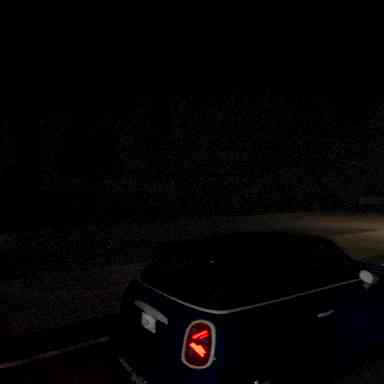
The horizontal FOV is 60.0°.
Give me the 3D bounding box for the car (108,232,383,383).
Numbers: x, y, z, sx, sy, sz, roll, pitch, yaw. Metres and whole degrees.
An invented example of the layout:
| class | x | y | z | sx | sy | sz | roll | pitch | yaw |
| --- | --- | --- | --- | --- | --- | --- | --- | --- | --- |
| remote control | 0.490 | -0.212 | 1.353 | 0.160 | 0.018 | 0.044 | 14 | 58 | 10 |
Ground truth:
| class | x | y | z | sx | sy | sz | roll | pitch | yaw |
| --- | --- | --- | --- | --- | --- | --- | --- | --- | --- |
| car | 1.279 | 1.353 | 4.657 | 4.553 | 1.767 | 2.097 | 0 | 0 | -35 |
